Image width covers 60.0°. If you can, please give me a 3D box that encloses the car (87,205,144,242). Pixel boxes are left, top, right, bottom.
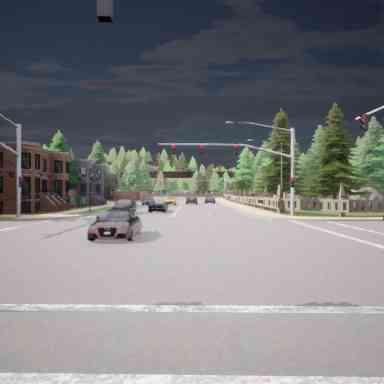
[{"bbox_3d":[-3.616,1.564,16.188,1.994,1.385,4.181,0,0,0],"label":"car"}]

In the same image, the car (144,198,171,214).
[{"bbox_3d":[-3.634,1.601,35.973,1.895,1.301,4.718,0,0,0],"label":"car"}]

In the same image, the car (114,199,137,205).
[{"bbox_3d":[-7.134,1.478,35.629,1.882,1.535,5.008,0,0,0],"label":"car"}]

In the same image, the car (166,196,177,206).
[{"bbox_3d":[-3.561,1.481,55.393,1.882,1.535,5.008,0,0,0],"label":"car"}]

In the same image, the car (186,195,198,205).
[{"bbox_3d":[-0.063,1.352,60.224,2.097,1.767,4.553,0,0,0],"label":"car"}]

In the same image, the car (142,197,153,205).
[{"bbox_3d":[-7.065,1.565,55.165,1.994,1.385,4.181,0,0,0],"label":"car"}]

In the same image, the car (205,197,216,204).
[{"bbox_3d":[3.532,1.564,65.205,1.994,1.385,4.181,0,0,0],"label":"car"}]
